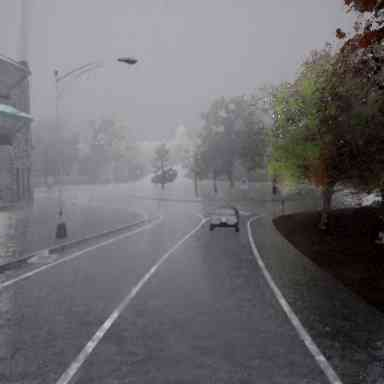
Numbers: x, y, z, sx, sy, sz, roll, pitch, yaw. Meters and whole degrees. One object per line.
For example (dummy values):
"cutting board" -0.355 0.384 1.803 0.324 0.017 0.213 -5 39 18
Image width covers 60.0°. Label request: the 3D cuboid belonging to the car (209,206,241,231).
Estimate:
"car" 2.189 1.605 21.678 2.033 1.411 5.357 1 1 8
